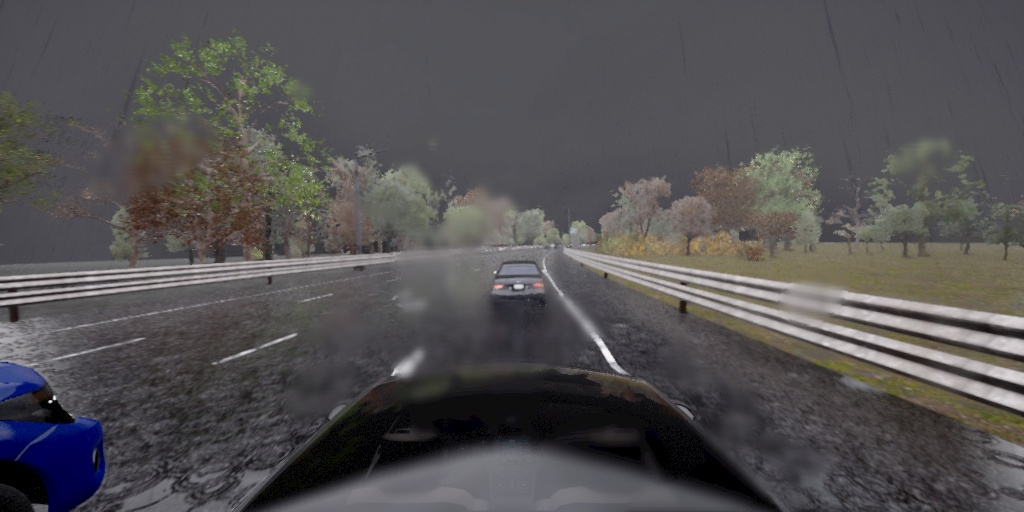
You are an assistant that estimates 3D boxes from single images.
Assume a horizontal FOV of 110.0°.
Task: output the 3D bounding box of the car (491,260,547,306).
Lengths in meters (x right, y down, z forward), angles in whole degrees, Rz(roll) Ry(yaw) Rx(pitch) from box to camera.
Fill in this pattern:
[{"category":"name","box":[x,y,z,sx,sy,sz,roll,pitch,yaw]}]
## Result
[{"category":"car","box":[0.274,0.868,13.040,2.033,1.411,5.357,-1,2,2]}]
